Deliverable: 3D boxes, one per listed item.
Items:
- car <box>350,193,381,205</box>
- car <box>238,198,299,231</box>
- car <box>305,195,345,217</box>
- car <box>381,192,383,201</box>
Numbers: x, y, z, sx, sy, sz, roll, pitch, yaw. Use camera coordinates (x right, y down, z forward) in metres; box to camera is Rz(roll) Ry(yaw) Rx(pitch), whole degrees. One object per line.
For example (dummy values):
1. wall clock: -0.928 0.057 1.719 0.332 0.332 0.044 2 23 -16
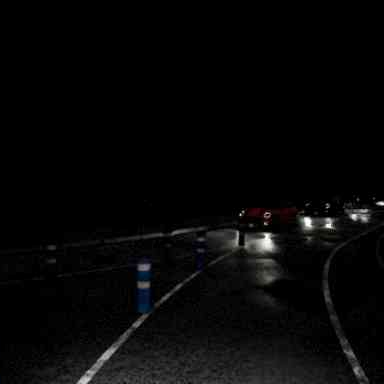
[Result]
1. car: 19.764 0.822 38.369 2.128 1.511 4.902 0 -5 39
2. car: 4.631 1.206 19.823 2.097 1.767 4.553 0 1 39
3. car: 11.119 1.053 27.790 2.097 1.767 4.553 0 1 39
4. car: 30.418 0.520 51.264 2.128 1.511 4.902 0 1 39
